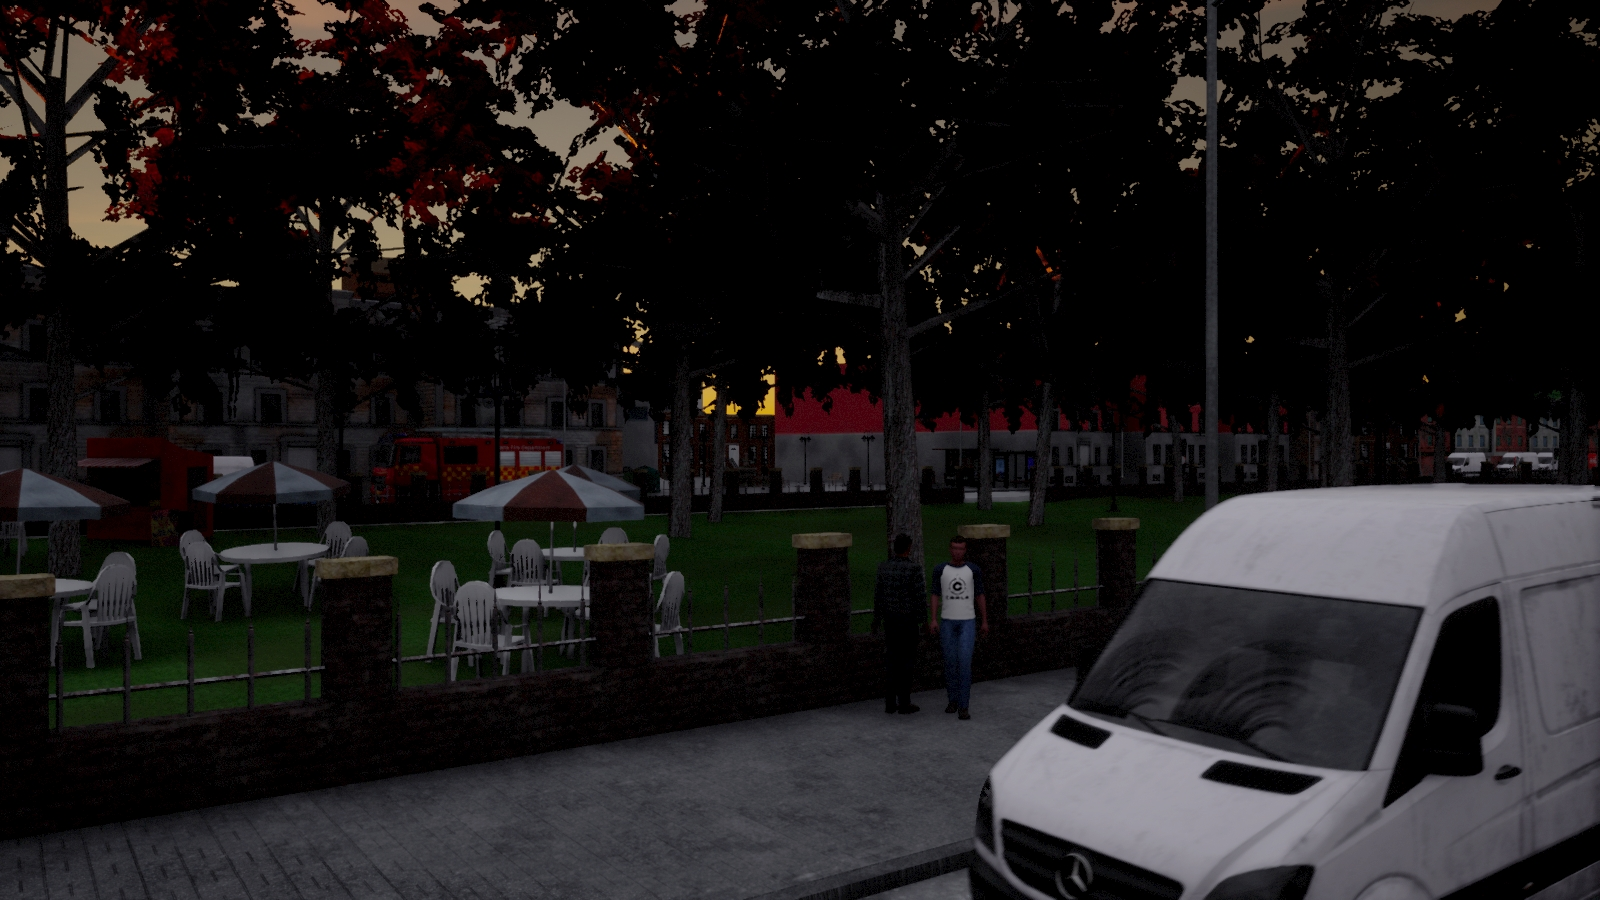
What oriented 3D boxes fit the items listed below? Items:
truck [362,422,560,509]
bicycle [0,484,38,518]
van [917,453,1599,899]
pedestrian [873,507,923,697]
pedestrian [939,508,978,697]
[{"bbox_3d":[-15.884,0.671,53.854,8.468,3.827,2.891,0,0,-35],"label":"truck"},{"bbox_3d":[-30.089,1.940,43.427,1.835,1.271,0.329,0,0,-36],"label":"bicycle"},{"bbox_3d":[3.608,1.314,6.957,5.915,2.561,1.988,0,0,-35],"label":"van"},{"bbox_3d":[0.998,1.525,11.596,0.375,1.860,0.375,0,0,34],"label":"pedestrian"},{"bbox_3d":[1.610,1.525,11.593,0.375,1.860,0.375,0,0,11],"label":"pedestrian"}]
